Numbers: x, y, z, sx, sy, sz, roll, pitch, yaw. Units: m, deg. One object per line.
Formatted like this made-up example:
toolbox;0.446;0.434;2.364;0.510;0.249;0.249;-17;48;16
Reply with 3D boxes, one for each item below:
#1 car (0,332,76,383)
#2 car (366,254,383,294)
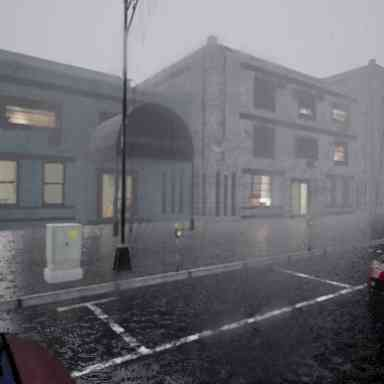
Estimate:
car;-2.649;1.548;1.521;4.181;1.385;1.994;0;0;-35
car;5.775;1.584;7.440;4.181;1.385;1.994;0;0;-35
